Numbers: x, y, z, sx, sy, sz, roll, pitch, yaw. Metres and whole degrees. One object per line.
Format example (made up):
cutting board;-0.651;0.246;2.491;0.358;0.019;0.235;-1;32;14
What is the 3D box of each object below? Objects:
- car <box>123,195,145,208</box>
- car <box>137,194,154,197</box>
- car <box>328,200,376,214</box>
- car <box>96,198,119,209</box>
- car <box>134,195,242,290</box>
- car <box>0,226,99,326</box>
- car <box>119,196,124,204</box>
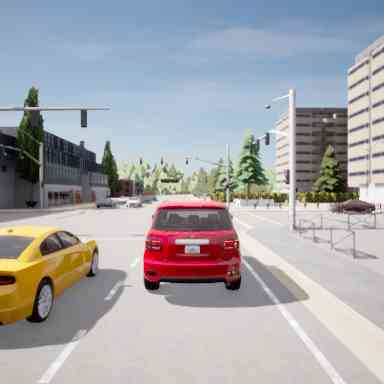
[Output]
car;-8.385;1.520;48.657;1.812;1.442;4.674;0;0;-1
car;-8.738;1.498;62.559;1.837;1.490;4.892;0;0;-1
car;16.680;1.521;34.792;4.674;1.442;1.812;0;0;-2
car;-11.805;1.558;45.815;1.994;1.385;4.181;0;0;-2
car;0.012;1.220;9.196;2.150;2.045;5.566;0;0;0
car;-3.482;1.477;7.207;1.882;1.535;5.008;0;0;0
car;-12.179;1.518;59.775;1.812;1.442;4.674;0;0;-1
